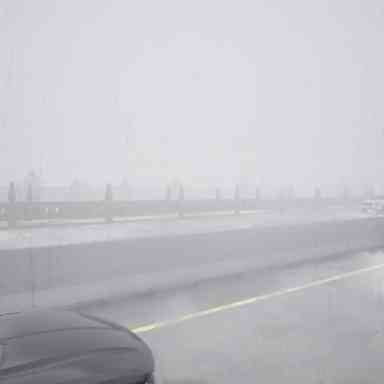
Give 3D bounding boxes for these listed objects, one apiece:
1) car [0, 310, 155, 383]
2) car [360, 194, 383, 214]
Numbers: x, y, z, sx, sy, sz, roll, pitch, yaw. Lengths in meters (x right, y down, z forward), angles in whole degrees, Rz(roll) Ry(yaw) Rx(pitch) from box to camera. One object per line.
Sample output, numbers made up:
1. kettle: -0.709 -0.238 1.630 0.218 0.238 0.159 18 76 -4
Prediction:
1. car: -2.567 1.478 1.916 5.008 1.535 1.882 0 0 -36
2. car: 20.349 1.223 35.705 5.566 2.045 2.150 0 0 -35
